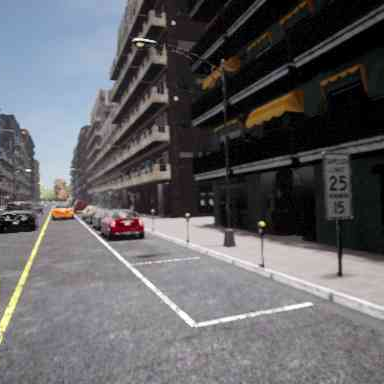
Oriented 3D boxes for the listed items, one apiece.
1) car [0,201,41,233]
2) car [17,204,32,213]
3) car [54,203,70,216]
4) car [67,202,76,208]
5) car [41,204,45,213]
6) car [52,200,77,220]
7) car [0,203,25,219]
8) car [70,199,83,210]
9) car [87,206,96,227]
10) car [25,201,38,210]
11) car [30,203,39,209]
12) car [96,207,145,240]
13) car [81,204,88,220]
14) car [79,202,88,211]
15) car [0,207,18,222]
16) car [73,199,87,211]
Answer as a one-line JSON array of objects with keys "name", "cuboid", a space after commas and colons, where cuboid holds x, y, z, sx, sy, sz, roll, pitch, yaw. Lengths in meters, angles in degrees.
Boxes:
[{"name": "car", "cuboid": [-12.631, 1.752, 24.506, 2.150, 2.045, 5.566, -1, -1, -22]}, {"name": "car", "cuboid": [-28.553, 2.856, 56.821, 1.947, 1.339, 4.313, 0, -1, -22]}, {"name": "car", "cuboid": [-17.881, 2.363, 45.658, 1.882, 1.535, 5.008, -1, 0, -22]}, {"name": "car", "cuboid": [-29.168, 3.115, 80.576, 1.947, 1.339, 4.313, -1, -1, -22]}, {"name": "car", "cuboid": [-18.609, 1.997, 39.458, 1.837, 1.490, 4.892, -1, -1, -22]}, {"name": "car", "cuboid": [-13.974, 2.035, 36.166, 2.097, 1.767, 4.553, -1, -1, -20]}, {"name": "car", "cuboid": [-22.265, 2.277, 41.354, 2.192, 1.841, 5.009, 0, -1, -22]}, {"name": "car", "cuboid": [-23.638, 2.491, 67.754, 2.150, 2.045, 5.566, -1, -1, -22]}, {"name": "car", "cuboid": [-6.101, 1.897, 23.852, 2.008, 1.369, 4.403, -1, -1, -22]}, {"name": "car", "cuboid": [-34.847, 2.935, 72.294, 2.192, 1.841, 5.009, 0, -1, -22]}, {"name": "car", "cuboid": [-39.038, 3.423, 82.604, 1.802, 1.307, 4.206, 0, -1, -22]}, {"name": "car", "cuboid": [-4.006, 1.679, 18.697, 1.967, 1.590, 4.097, -1, -1, -22]}, {"name": "car", "cuboid": [-8.198, 2.005, 29.009, 2.008, 1.369, 4.403, -1, -1, -22]}, {"name": "car", "cuboid": [-10.359, 2.092, 34.323, 1.752, 1.417, 4.829, -1, -1, -22]}, {"name": "car", "cuboid": [-20.101, 2.375, 36.037, 1.752, 1.417, 4.829, 0, -1, -22]}, {"name": "car", "cuboid": [-16.590, 2.205, 49.639, 2.192, 1.841, 5.009, -1, -1, -22]}]
